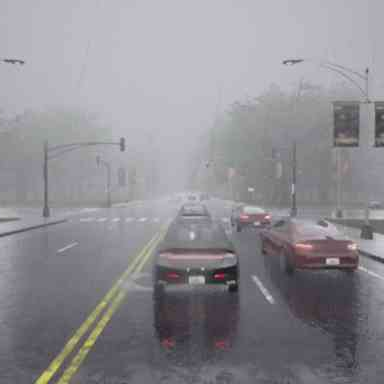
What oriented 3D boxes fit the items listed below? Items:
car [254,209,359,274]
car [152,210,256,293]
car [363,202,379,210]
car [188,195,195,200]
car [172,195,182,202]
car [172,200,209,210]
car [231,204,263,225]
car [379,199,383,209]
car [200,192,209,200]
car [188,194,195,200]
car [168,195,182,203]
[{"bbox_3d":[3.331,1.468,10.189,1.812,1.442,4.674,0,0,0],"label":"car"},{"bbox_3d":[0.087,1.441,8.716,2.128,1.511,4.902,0,0,0],"label":"car"},{"bbox_3d":[23.896,1.561,41.123,4.718,1.301,1.895,0,0,-1],"label":"car"},{"bbox_3d":[-0.113,1.377,82.760,1.882,1.535,5.008,0,0,0],"label":"car"},{"bbox_3d":[-3.355,1.398,76.239,2.128,1.511,4.902,0,0,0],"label":"car"},{"bbox_3d":[0.076,1.404,18.124,2.128,1.511,4.902,0,0,0],"label":"car"},{"bbox_3d":[3.334,1.434,19.243,1.812,1.442,4.674,0,0,1],"label":"car"},{"bbox_3d":[25.034,1.205,37.879,5.566,2.045,2.150,1,0,0],"label":"car"},{"bbox_3d":[3.137,1.126,82.829,2.150,2.045,5.566,0,0,0],"label":"car"},{"bbox_3d":[-0.129,1.384,93.214,1.994,1.385,4.181,0,0,0],"label":"car"},{"bbox_3d":[-3.392,1.430,60.973,1.895,1.301,4.718,0,0,0],"label":"car"}]
